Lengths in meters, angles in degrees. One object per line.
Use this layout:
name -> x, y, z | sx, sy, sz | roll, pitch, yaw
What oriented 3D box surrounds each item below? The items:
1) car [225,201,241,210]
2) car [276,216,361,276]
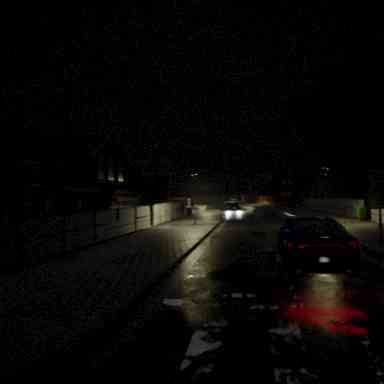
car -> 5.822, 1.871, 47.520 | 1.895, 1.301, 4.718 | -1, 0, 1
car -> 3.732, 1.494, 10.401 | 1.882, 1.535, 5.008 | -2, -1, 13
